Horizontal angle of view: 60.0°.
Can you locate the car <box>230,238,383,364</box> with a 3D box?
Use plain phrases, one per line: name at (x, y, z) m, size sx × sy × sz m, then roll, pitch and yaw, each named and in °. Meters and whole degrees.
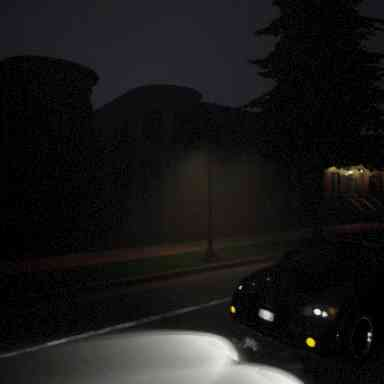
car at (2.680, 1.571, 5.898) m, size 4.181 × 1.385 × 1.994 m, roll 0°, pitch 0°, yaw -35°
